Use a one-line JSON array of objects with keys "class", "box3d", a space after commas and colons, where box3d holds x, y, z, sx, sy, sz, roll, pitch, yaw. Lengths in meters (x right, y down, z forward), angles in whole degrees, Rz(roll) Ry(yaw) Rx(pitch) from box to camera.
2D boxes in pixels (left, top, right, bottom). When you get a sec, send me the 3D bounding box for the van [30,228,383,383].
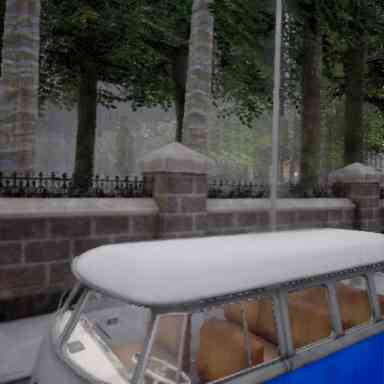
[{"class": "van", "box3d": [0.714, 1.294, 2.985, 3.998, 1.788, 1.690, 1, 1, -34]}]
